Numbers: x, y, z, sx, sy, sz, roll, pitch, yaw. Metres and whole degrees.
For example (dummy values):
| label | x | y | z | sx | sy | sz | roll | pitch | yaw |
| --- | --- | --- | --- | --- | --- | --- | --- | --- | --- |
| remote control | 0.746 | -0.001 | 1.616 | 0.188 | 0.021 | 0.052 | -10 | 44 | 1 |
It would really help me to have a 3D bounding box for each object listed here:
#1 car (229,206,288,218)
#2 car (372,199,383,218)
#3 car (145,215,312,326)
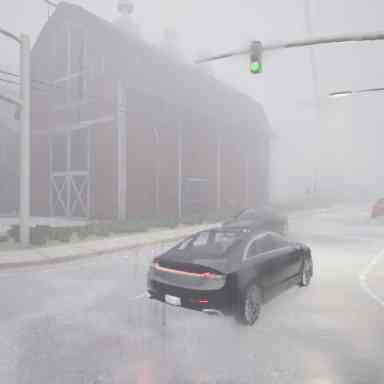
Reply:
| label | x | y | z | sx | sy | sz | roll | pitch | yaw |
| --- | --- | --- | --- | --- | --- | --- | --- | --- | --- |
| car | 3.116 | 1.500 | 16.033 | 1.837 | 1.490 | 4.892 | 0 | 1 | 36 |
| car | 17.435 | 1.354 | 29.450 | 2.097 | 1.767 | 4.553 | 0 | 0 | 36 |
| car | 1.128 | 1.508 | 7.243 | 2.128 | 1.511 | 4.902 | 0 | 0 | 36 |
